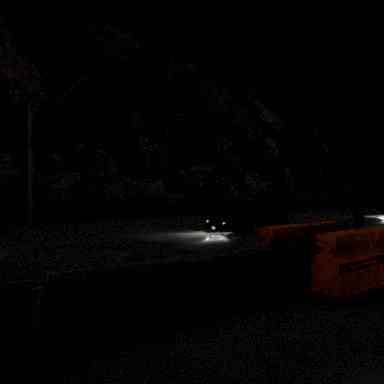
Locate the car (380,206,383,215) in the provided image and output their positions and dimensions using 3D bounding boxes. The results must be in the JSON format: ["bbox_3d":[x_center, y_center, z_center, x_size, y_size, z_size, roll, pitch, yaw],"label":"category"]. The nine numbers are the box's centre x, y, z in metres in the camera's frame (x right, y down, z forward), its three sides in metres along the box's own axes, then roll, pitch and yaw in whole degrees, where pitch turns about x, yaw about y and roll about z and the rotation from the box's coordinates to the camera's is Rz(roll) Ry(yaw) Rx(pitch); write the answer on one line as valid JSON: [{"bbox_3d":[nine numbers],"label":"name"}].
[{"bbox_3d":[19.021,1.444,30.446,4.181,1.385,1.994,0,0,-35],"label":"car"}]

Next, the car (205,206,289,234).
[{"bbox_3d":[3.311,1.510,19.246,5.357,1.411,2.033,0,0,-35],"label":"car"}]
